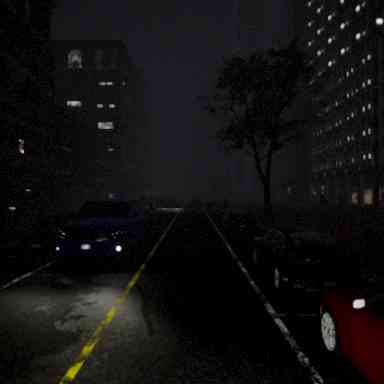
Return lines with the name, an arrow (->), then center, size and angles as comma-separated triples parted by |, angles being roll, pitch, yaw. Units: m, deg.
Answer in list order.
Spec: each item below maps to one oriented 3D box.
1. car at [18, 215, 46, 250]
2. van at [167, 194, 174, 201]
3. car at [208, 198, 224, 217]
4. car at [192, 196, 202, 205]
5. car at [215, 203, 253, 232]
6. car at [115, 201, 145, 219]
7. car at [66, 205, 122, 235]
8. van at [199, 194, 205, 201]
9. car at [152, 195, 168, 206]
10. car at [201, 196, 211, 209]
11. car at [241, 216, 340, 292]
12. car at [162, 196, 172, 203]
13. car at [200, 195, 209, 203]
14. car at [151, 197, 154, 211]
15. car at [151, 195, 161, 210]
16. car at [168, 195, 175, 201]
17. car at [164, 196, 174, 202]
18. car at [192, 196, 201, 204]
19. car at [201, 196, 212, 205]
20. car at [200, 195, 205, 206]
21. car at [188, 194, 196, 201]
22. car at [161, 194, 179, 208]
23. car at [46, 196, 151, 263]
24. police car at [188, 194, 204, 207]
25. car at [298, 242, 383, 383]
car -> -5.666, 1.590, 14.279 | 1.947, 1.339, 4.313 | 1, 0, 0
van -> -5.598, 1.509, 86.685 | 1.690, 1.788, 3.998 | 1, 0, 0
car -> 2.730, 1.580, 31.150 | 1.752, 1.417, 4.829 | 1, 0, 0
car -> 0.939, 1.579, 65.136 | 1.801, 1.575, 5.366 | 0, 0, 0
car -> 2.719, 1.585, 19.840 | 2.008, 1.369, 4.403 | 1, 0, 0
car -> -5.651, 1.620, 30.988 | 1.947, 1.339, 4.313 | 1, 0, 0
car -> -5.661, 1.584, 19.849 | 2.008, 1.369, 4.403 | 1, 0, 0
van -> 2.788, 1.522, 92.246 | 1.690, 1.788, 3.998 | 1, 0, 0
car -> -5.622, 1.424, 58.836 | 2.192, 1.841, 5.009 | 1, 0, 0
car -> 2.744, 1.638, 47.689 | 2.008, 1.369, 4.403 | 1, 0, 0
car -> 2.709, 1.566, 8.700 | 2.008, 1.369, 4.403 | 1, 0, 0
car -> -5.611, 1.710, 75.545 | 1.947, 1.339, 4.313 | 1, 0, 0
car -> 2.771, 1.585, 75.537 | 1.967, 1.590, 4.097 | 1, 0, 0
car -> -5.646, 1.589, 36.387 | 1.752, 1.417, 4.829 | 1, 0, 0
car -> -5.637, 1.390, 42.128 | 2.192, 1.841, 5.009 | 1, 0, 0
car -> -5.596, 1.705, 92.084 | 1.752, 1.417, 4.829 | 1, 0, 0
car -> -5.606, 1.707, 81.114 | 2.008, 1.369, 4.403 | 1, 0, 0
car -> 0.964, 1.590, 71.136 | 1.801, 1.575, 5.366 | 0, 0, 0
car -> 2.761, 1.561, 64.397 | 1.967, 1.590, 4.097 | 1, 0, 0
car -> 2.750, 1.649, 53.257 | 2.008, 1.369, 4.403 | 1, 0, 0
car -> 0.081, 1.399, 89.112 | 2.097, 1.767, 4.553 | 0, 0, 0
car -> -3.035, 1.443, 49.291 | 2.097, 1.767, 4.553 | 0, 0, 0
car -> -3.077, 1.242, 12.434 | 2.150, 2.045, 5.566 | 0, 0, 0
police car -> 0.734, 1.527, 55.042 | 1.930, 1.638, 5.238 | 0, 0, -2
car -> 2.704, 1.551, 3.130 | 1.887, 1.381, 4.507 | 1, 0, 0
